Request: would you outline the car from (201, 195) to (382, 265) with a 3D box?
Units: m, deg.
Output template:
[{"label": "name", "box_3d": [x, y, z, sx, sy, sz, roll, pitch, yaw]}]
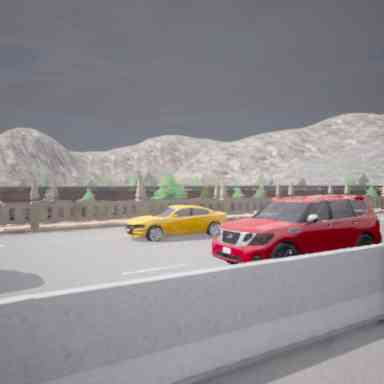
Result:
[{"label": "car", "box_3d": [3.289, 1.138, 9.967, 5.566, 2.045, 2.150, 0, 0, -30]}]

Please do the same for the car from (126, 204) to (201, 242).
[{"label": "car", "box_3d": [-0.627, 1.368, 15.729, 5.008, 1.535, 1.882, 0, 0, -30]}]
